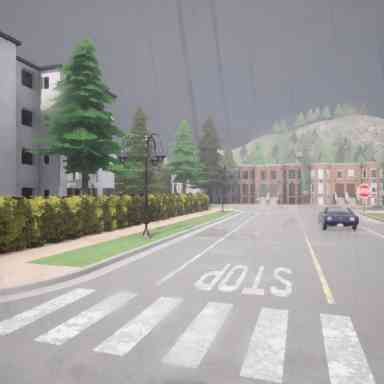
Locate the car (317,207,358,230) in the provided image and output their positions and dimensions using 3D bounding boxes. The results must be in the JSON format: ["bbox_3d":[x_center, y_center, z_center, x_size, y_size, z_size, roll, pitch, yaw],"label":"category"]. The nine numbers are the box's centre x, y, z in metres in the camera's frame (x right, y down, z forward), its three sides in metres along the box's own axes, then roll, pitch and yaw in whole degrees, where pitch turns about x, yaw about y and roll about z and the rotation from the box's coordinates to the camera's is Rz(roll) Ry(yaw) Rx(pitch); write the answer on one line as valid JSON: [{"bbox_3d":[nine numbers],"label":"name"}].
[{"bbox_3d":[9.133,1.588,21.202,1.895,1.301,4.718,0,0,16],"label":"car"}]
